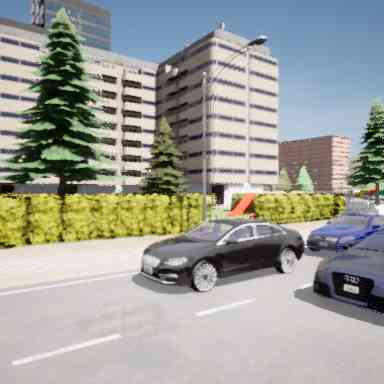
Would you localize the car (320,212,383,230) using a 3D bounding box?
[{"bbox_3d":[6.391,1.528,12.734,4.674,1.442,1.812,0,0,-36],"label":"car"}]

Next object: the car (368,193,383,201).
[{"bbox_3d":[45.121,1.412,79.551,1.970,1.475,3.806,0,0,-36],"label":"car"}]

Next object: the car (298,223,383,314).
[{"bbox_3d":[4.503,1.566,7.144,4.181,1.385,1.994,0,0,-35],"label":"car"}]

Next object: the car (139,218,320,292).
[{"bbox_3d":[0.992,1.493,8.995,4.902,1.511,2.128,0,0,-35],"label":"car"}]
